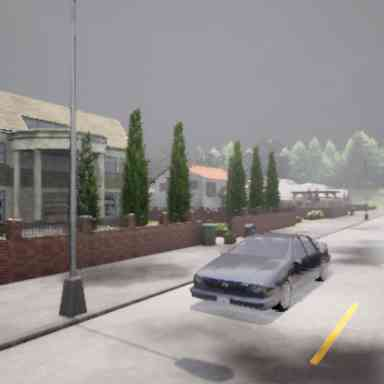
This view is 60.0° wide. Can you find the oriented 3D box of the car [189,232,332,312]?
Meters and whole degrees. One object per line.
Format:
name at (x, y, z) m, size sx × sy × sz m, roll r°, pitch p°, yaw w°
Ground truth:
car at (2.156, 1.787, 8.664) m, size 2.033 × 1.411 × 5.357 m, roll -2°, pitch -2°, yaw 36°
